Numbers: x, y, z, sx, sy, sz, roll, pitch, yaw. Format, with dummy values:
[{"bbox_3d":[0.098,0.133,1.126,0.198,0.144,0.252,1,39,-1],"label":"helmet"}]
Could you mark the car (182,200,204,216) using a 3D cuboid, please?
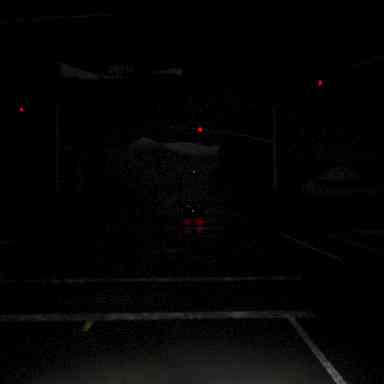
[{"bbox_3d":[0.086,1.468,31.746,2.128,1.511,4.902,-2,0,0],"label":"car"}]
